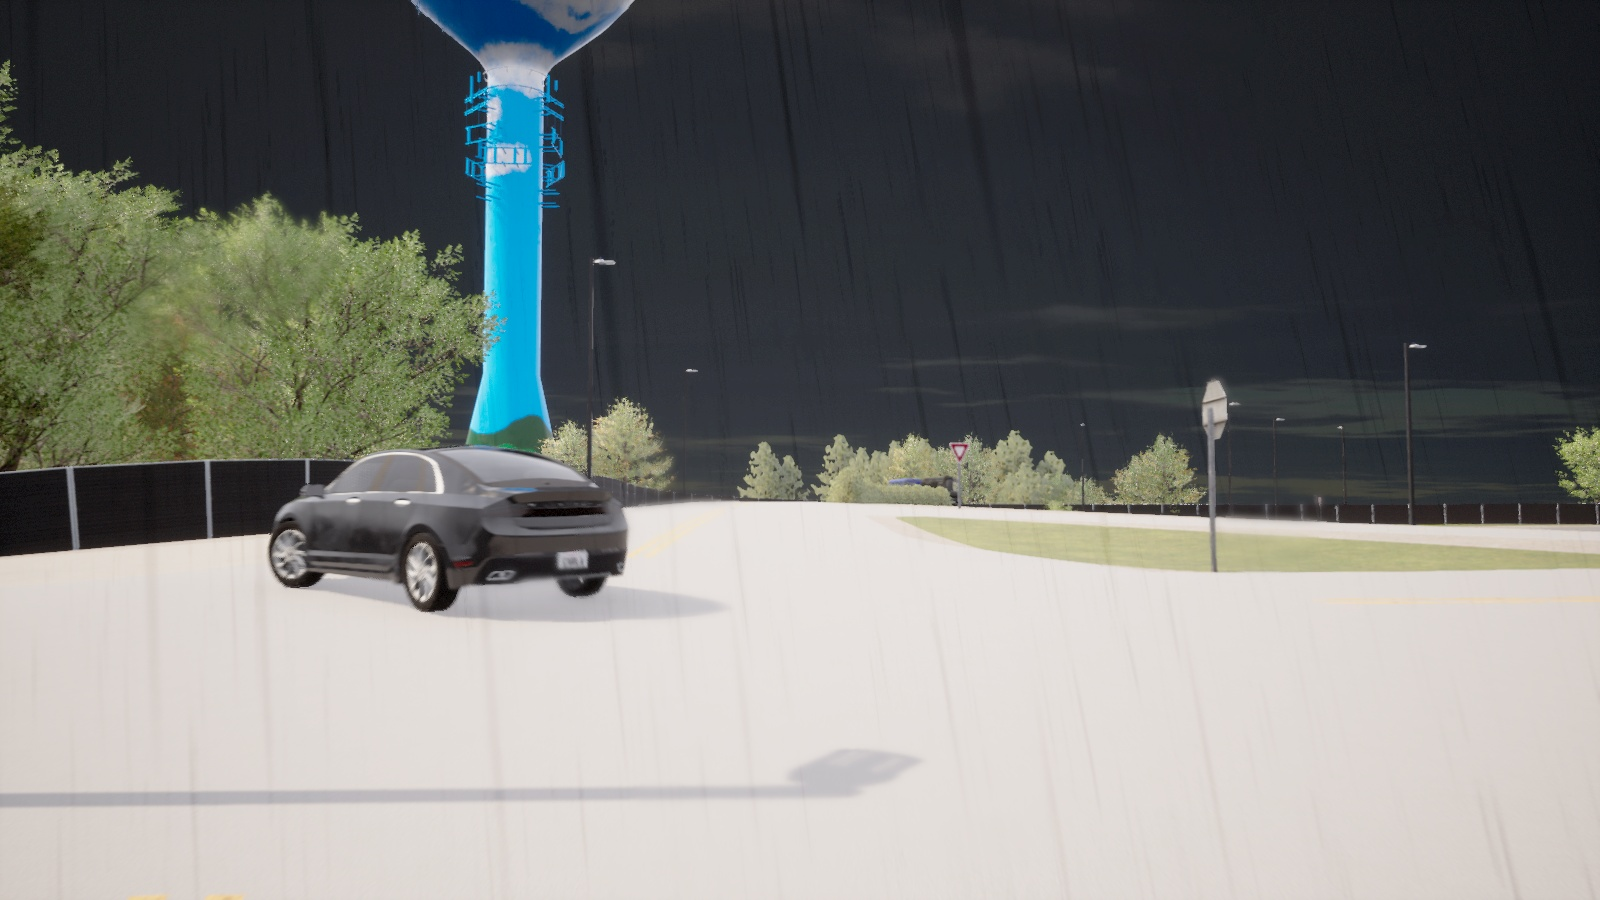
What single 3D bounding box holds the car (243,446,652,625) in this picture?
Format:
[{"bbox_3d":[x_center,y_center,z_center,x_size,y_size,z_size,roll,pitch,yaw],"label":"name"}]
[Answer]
[{"bbox_3d":[-3.776,0.716,12.824,4.892,1.490,1.837,0,0,45],"label":"car"}]
